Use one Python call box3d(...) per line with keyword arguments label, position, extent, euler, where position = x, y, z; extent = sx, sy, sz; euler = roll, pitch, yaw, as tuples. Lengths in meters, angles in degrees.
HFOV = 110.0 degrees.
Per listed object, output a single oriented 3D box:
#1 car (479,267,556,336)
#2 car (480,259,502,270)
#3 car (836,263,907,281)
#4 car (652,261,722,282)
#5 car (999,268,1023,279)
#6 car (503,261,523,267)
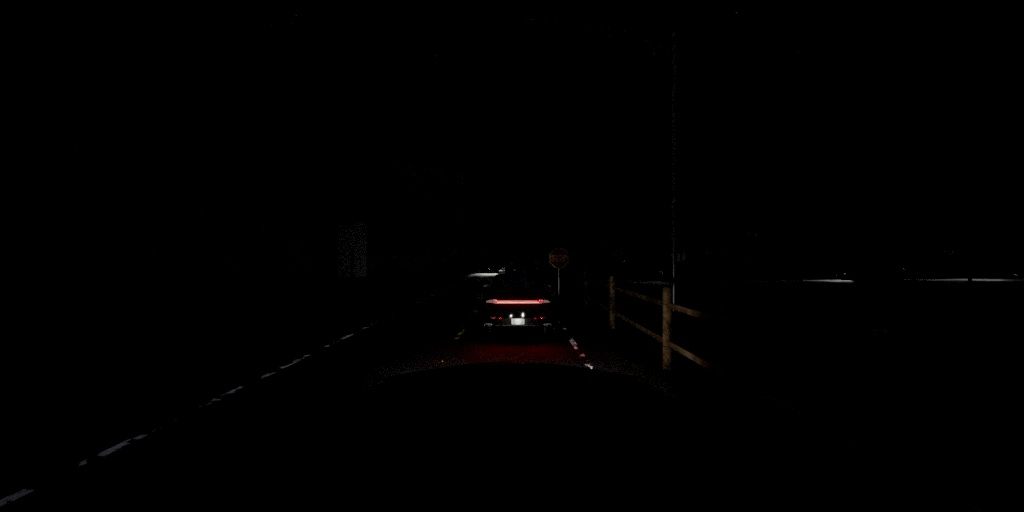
box3d(label="car", position=(0.148, 1.241, 10.377), extent=(2.128, 1.511, 4.902), euler=(0, 0, 0))
box3d(label="car", position=(-2.592, 1.294, 42.774), extent=(1.994, 1.385, 4.181), euler=(0, 0, 1))
box3d(label="car", position=(27.946, 1.197, 27.991), extent=(4.181, 1.385, 1.994), euler=(0, 0, -1))
box3d(label="car", position=(13.491, 1.172, 27.811), extent=(5.008, 1.535, 1.882), euler=(0, 0, -1))
box3d(label="car", position=(41.629, 1.172, 28.109), extent=(4.718, 1.301, 1.895), euler=(0, 0, 0))
box3d(label="car", position=(0.251, 1.259, 40.143), extent=(1.812, 1.442, 4.674), euler=(0, 0, 0))
